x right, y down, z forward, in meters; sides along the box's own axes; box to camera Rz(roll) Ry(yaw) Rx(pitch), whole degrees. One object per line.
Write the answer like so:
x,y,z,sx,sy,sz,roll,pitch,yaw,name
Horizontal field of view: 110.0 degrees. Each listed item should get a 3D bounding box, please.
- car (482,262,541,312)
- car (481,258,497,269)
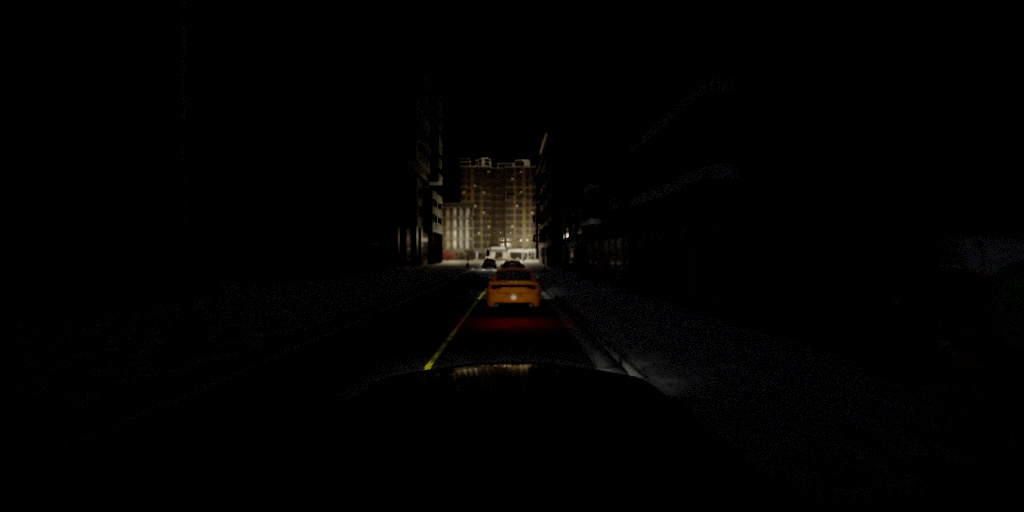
0.066,1.181,14.036,1.882,1.535,5.008,0,0,0,car
-3.146,1.064,50.439,1.812,1.442,4.674,0,0,0,car
